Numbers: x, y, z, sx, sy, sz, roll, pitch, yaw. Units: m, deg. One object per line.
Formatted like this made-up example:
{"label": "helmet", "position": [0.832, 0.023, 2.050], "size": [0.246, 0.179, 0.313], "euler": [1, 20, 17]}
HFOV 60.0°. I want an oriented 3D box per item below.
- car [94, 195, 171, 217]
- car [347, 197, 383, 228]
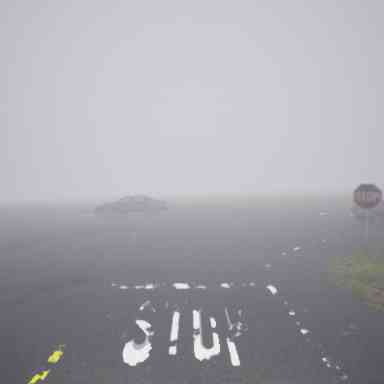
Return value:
{"label": "car", "position": [-4.249, 0.909, 24.101], "size": [5.357, 1.411, 2.033], "euler": [-2, 3, 0]}
{"label": "car", "position": [10.504, 0.987, 17.143], "size": [4.674, 1.442, 1.812], "euler": [-1, 3, 0]}
